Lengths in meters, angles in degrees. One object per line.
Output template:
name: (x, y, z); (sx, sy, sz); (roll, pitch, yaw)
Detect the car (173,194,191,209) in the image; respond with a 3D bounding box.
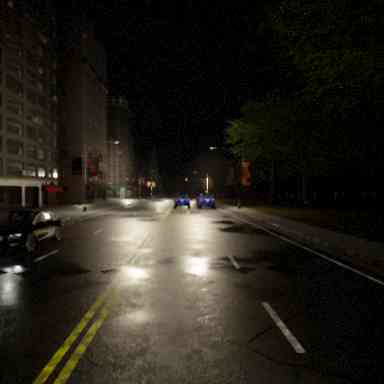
car: (-1.328, 1.257, 45.158); (2.150, 2.045, 5.566); (0, 0, -2)

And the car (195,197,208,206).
car: (1.603, 1.534, 55.643); (1.837, 1.490, 4.892); (0, 0, -2)

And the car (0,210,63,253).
car: (-6.976, 1.524, 13.918); (2.128, 1.511, 4.902); (0, 0, -2)

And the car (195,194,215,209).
car: (1.920, 1.246, 45.258); (2.150, 2.045, 5.566); (0, 0, -2)
